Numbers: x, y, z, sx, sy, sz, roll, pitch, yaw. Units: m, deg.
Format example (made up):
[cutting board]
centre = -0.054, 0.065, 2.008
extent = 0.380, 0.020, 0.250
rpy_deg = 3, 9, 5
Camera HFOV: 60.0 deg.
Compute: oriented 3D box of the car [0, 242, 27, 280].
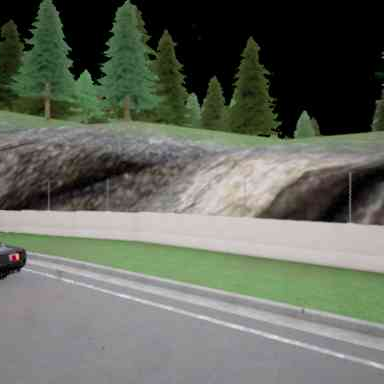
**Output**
[car]
centre = -6.351, 1.526, 8.279
extent = 4.718, 1.301, 1.895
rpy_deg = 1, 0, 31
